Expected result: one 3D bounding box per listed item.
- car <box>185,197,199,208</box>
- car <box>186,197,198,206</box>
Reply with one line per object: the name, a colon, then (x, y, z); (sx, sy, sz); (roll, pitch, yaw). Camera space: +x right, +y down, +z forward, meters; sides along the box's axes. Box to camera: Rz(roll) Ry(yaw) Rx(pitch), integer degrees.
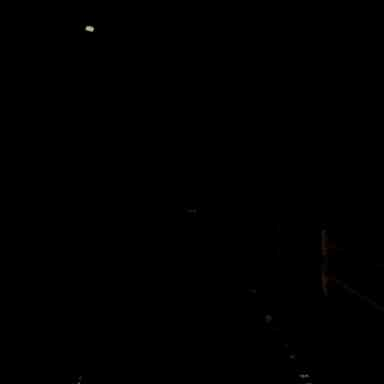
car: (-0.024, 1.585, 49.261); (1.837, 1.490, 4.892); (0, 0, 0)
car: (-0.029, 1.670, 59.299); (1.994, 1.385, 4.181); (0, 0, 0)
